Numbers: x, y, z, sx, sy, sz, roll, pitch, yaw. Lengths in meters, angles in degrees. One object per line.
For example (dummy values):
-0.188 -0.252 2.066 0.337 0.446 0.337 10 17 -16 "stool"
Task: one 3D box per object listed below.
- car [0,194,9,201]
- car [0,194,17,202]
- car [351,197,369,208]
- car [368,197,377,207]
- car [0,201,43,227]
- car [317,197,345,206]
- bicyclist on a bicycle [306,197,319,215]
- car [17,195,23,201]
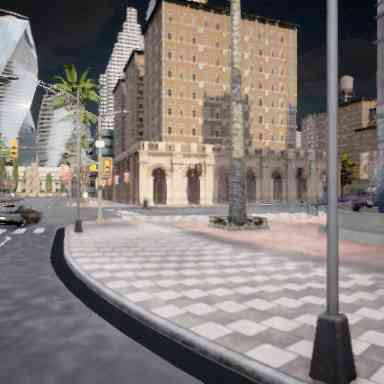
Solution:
-46.995 1.355 82.673 2.097 1.767 4.553 0 0 -21 "car"
-37.941 1.582 68.582 1.994 1.385 4.181 0 0 -21 "car"
25.259 1.507 47.907 4.892 1.490 1.837 0 0 -21 "car"
26.577 1.506 44.664 4.892 1.490 1.837 0 0 -21 "car"
-11.744 1.573 22.537 1.994 1.385 4.181 0 0 -2 "car"
22.744 1.482 54.541 5.008 1.535 1.882 0 0 -21 "car"
11.167 1.304 30.894 0.582 1.620 1.656 0 0 -21 "bicyclist on a bicycle"
-43.723 1.538 83.915 2.033 1.411 5.357 0 0 -21 "car"
